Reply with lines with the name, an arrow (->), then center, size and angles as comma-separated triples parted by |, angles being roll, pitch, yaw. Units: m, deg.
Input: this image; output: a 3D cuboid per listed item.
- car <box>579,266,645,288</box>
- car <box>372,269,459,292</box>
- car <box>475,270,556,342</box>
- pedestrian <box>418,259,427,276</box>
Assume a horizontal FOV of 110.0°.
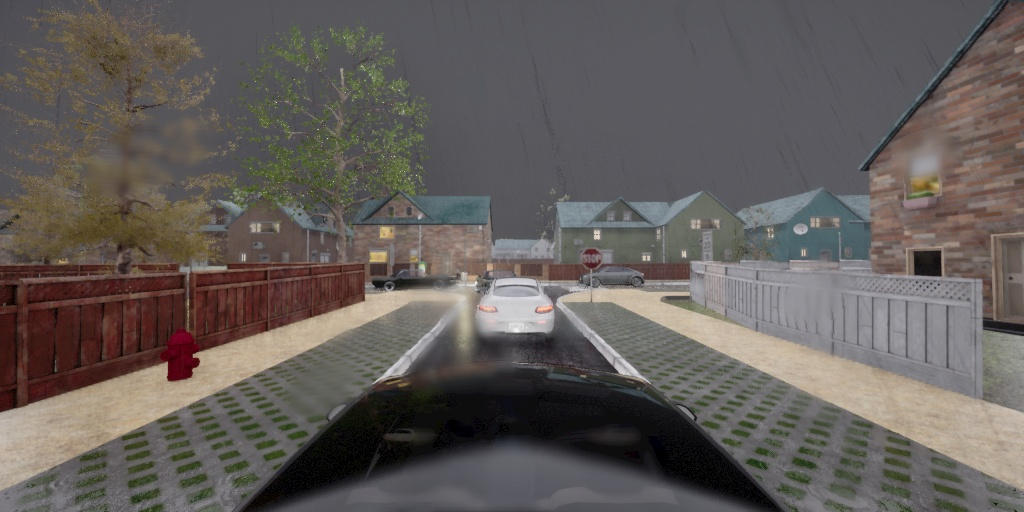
car -> 6.525, 1.345, 23.710 | 4.181, 1.385, 1.994 | 0, -1, 1
car -> -5.494, 1.417, 20.912 | 4.718, 1.301, 1.895 | -1, -1, 1
car -> 0.098, 1.280, 9.712 | 1.812, 1.442, 4.674 | 0, 0, 0
pedestrian -> -6.716, 1.120, 26.797 | 0.375, 1.860, 0.375 | 0, -1, 1
